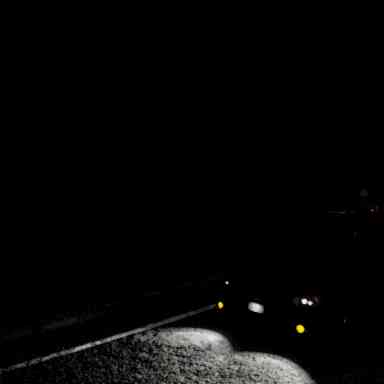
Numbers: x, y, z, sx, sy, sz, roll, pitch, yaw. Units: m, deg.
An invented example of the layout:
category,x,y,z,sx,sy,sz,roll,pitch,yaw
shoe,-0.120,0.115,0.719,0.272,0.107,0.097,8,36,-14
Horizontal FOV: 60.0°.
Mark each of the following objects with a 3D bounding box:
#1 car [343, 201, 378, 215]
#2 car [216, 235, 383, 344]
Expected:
category,x,y,z,sx,sy,sz,roll,pitch,yaw
car,18.037,1.651,35.561,1.812,1.442,4.674,1,0,0
car,2.368,1.597,6.555,1.994,1.385,4.181,0,0,44
